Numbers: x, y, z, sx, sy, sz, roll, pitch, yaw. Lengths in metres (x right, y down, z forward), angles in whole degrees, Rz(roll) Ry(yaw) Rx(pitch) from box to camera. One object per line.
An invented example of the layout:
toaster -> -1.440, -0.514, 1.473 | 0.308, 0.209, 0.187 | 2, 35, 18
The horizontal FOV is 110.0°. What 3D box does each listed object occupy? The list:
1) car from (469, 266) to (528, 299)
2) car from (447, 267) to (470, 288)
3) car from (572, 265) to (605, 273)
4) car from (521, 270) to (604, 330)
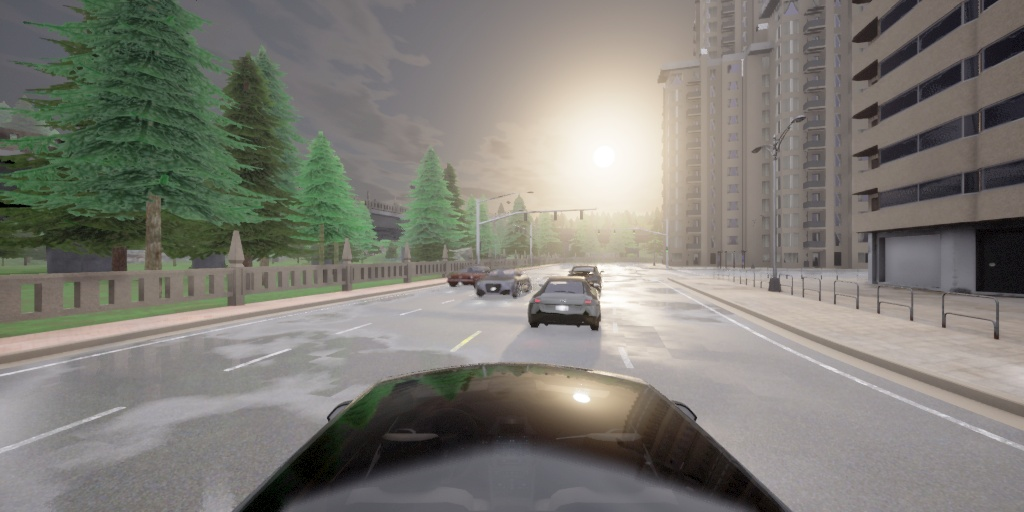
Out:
car -> -0.324, 1.314, 18.335 | 1.994, 1.385, 4.181 | 0, 0, 16
car -> -2.481, 1.351, 23.517 | 1.895, 1.301, 4.718 | 0, 0, 16
car -> 4.407, 1.256, 21.447 | 1.837, 1.490, 4.892 | 0, 0, 15
car -> 1.754, 1.314, 11.229 | 1.994, 1.385, 4.181 | 0, 0, 13
